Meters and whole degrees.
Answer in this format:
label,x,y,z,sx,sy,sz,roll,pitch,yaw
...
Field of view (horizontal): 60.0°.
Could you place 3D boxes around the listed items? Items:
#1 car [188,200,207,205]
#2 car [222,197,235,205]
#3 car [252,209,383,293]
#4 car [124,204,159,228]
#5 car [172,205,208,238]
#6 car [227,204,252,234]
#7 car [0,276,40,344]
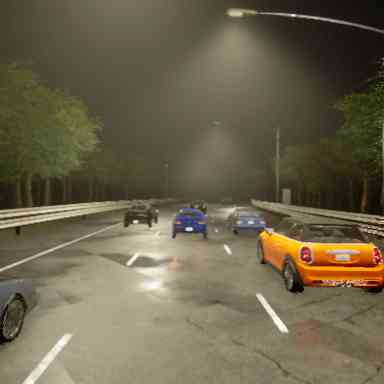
label,x,y,z,sx,sy,sz,roll,pitch,yaw
car,0.595,1.645,37.035,2.097,1.767,4.553,1,0,3
car,7.984,2.015,74.466,2.097,1.767,4.553,1,0,9
car,3.272,1.470,9.383,2.097,1.767,4.553,1,0,-1
car,-3.496,1.645,23.454,1.837,1.490,4.892,1,0,1
car,-0.094,1.674,18.656,1.812,1.442,4.674,1,0,1
car,3.316,1.757,20.835,2.033,1.411,5.357,1,0,1
car,-3.530,1.530,3.345,2.033,1.411,5.357,1,0,-1
